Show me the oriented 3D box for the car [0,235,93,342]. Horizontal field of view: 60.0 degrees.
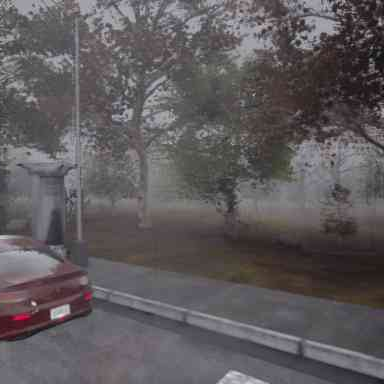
[{"bbox_3d":[-3.733,1.526,6.040,4.674,1.442,1.812,0,0,36],"label":"car"}]
